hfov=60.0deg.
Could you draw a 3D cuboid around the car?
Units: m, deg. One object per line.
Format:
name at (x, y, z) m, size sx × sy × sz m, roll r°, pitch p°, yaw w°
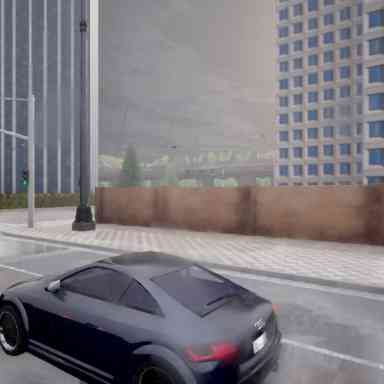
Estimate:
car at (-0.930, 1.564, 4.665) m, size 4.181 × 1.385 × 1.994 m, roll 0°, pitch 0°, yaw 35°
